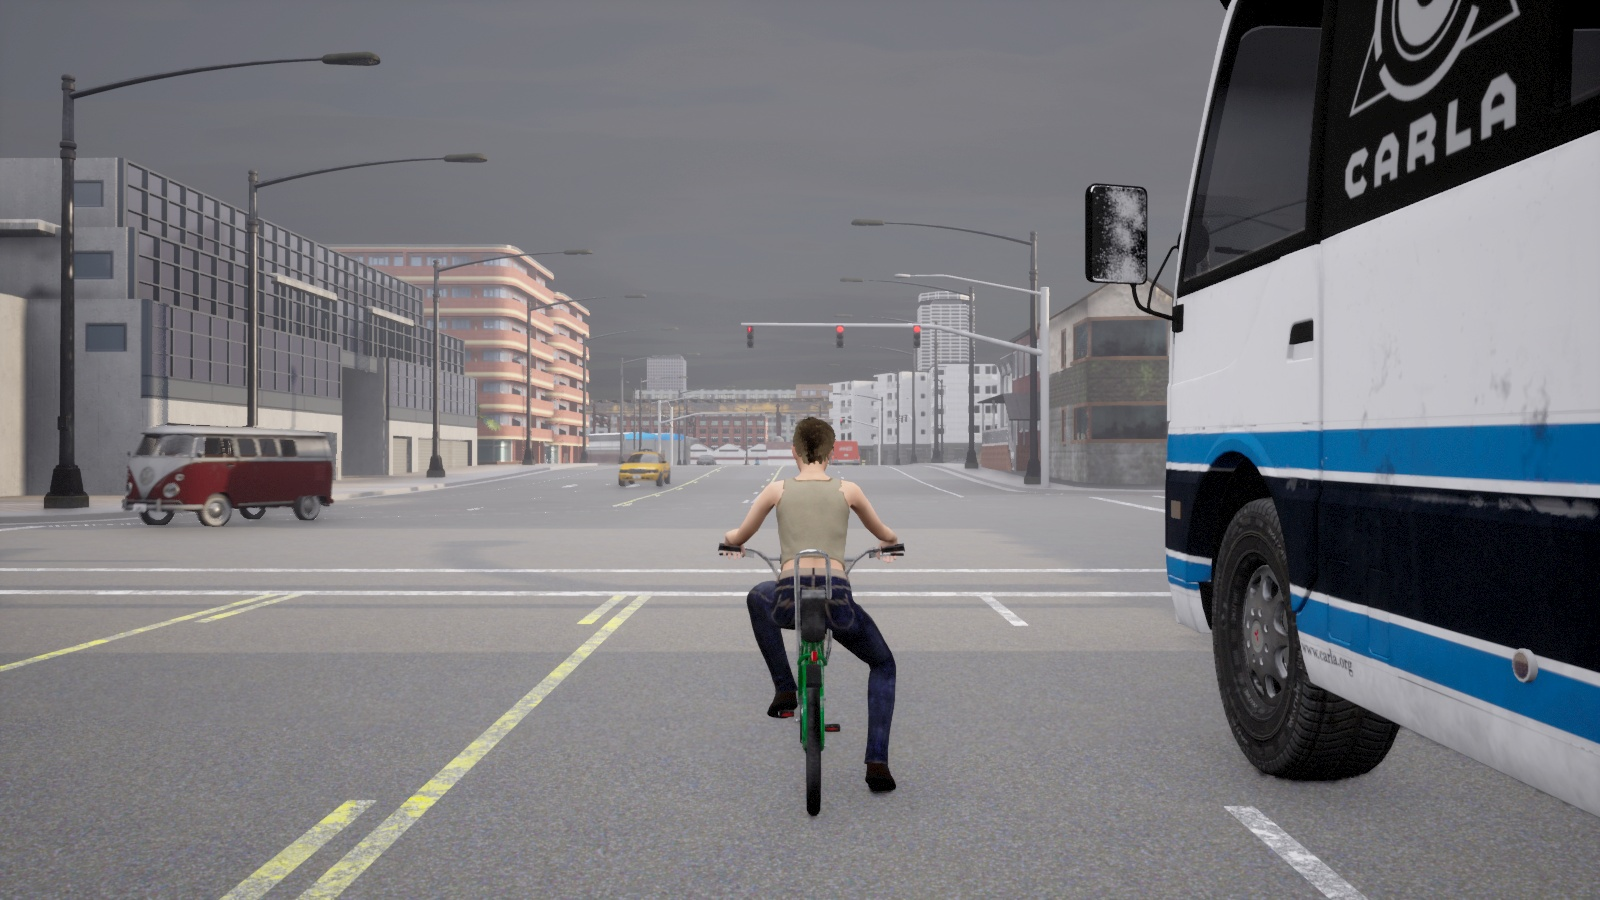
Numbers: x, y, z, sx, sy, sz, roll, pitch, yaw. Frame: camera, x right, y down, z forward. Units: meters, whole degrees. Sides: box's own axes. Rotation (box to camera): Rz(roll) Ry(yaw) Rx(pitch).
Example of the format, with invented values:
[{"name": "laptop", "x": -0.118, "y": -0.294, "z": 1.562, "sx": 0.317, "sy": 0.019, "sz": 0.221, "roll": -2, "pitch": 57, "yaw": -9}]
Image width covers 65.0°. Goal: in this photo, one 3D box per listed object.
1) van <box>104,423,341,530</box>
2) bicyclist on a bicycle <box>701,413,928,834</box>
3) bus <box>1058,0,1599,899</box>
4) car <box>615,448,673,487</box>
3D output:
[{"name": "van", "x": -11.664, "y": 0.499, "z": 25.732, "sx": 1.775, "sy": 1.987, "sz": 4.442, "roll": 0, "pitch": 0, "yaw": 20}, {"name": "bicyclist on a bicycle", "x": 0.053, "y": 0.663, "z": 5.561, "sx": 0.866, "sy": 1.612, "sz": 1.509, "roll": 0, "pitch": 0, "yaw": 0}, {"name": "bus", "x": 3.564, "y": -0.636, "z": 2.680, "sx": 3.944, "sy": 4.253, "sz": 10.273, "roll": 0, "pitch": 0, "yaw": 0}, {"name": "car", "x": -6.676, "y": 0.709, "z": 54.284, "sx": 1.801, "sy": 1.575, "sz": 5.366, "roll": 0, "pitch": 1, "yaw": 0}]
